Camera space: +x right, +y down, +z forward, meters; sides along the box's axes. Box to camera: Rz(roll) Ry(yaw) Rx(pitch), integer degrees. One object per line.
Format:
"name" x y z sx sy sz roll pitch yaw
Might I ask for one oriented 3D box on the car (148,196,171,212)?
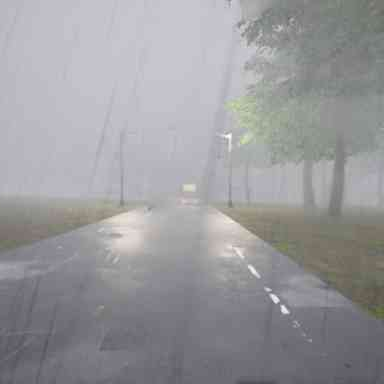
"car" -3.778 1.446 37.481 2.033 1.411 5.357 0 0 -1

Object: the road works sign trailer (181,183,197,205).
"road works sign trailer" -0.401 0.345 56.479 2.380 3.560 2.880 0 0 -1
